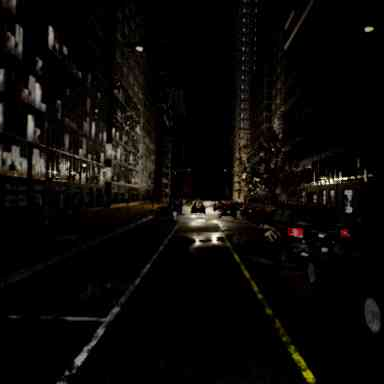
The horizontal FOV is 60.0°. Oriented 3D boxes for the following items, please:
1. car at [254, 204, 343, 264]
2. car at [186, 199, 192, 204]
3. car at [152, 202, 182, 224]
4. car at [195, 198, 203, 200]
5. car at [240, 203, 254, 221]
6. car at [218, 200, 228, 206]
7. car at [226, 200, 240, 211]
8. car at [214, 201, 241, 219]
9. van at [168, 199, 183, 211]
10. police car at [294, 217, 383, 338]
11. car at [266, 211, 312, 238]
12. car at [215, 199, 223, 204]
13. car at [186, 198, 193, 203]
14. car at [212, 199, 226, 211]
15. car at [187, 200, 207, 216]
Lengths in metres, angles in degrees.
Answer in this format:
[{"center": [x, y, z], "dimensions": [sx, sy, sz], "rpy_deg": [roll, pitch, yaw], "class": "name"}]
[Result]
[{"center": [4.095, 1.480, 12.960], "dimensions": [2.150, 2.045, 5.566], "rpy_deg": [1, -1, 1], "class": "car"}, {"center": [-0.820, 2.459, 89.808], "dimensions": [1.887, 1.381, 4.507], "rpy_deg": [2, -1, 1], "class": "car"}, {"center": [-2.192, 1.810, 27.207], "dimensions": [2.008, 1.369, 4.403], "rpy_deg": [1, -1, 1], "class": "car"}, {"center": [1.814, 2.307, 87.009], "dimensions": [2.097, 1.767, 4.553], "rpy_deg": [1, 0, 1], "class": "car"}, {"center": [6.309, 2.086, 32.708], "dimensions": [2.008, 1.369, 4.403], "rpy_deg": [1, -1, 1], "class": "car"}, {"center": [7.306, 2.559, 78.235], "dimensions": [1.887, 1.381, 4.507], "rpy_deg": [2, -1, 1], "class": "car"}, {"center": [6.810, 2.221, 55.472], "dimensions": [1.967, 1.590, 4.097], "rpy_deg": [2, -1, 1], "class": "car"}, {"center": [3.695, 2.043, 35.220], "dimensions": [2.033, 1.411, 5.357], "rpy_deg": [1, -1, 2], "class": "car"}, {"center": [-1.937, 1.729, 38.591], "dimensions": [1.690, 1.788, 3.998], "rpy_deg": [1, -1, 1], "class": "van"}, {"center": [3.961, 1.609, 7.039], "dimensions": [1.930, 1.638, 5.238], "rpy_deg": [1, -1, 1], "class": "police car"}, {"center": [6.059, 1.984, 21.327], "dimensions": [1.802, 1.307, 4.206], "rpy_deg": [1, -1, 1], "class": "car"}, {"center": [7.680, 2.744, 95.307], "dimensions": [1.947, 1.339, 4.313], "rpy_deg": [2, -1, 1], "class": "car"}, {"center": [-0.696, 2.550, 95.500], "dimensions": [1.802, 1.307, 4.206], "rpy_deg": [2, -1, 1], "class": "car"}, {"center": [3.946, 2.178, 47.698], "dimensions": [2.033, 1.411, 5.357], "rpy_deg": [1, -1, 1], "class": "car"}, {"center": [0.775, 2.018, 39.904], "dimensions": [2.033, 1.411, 5.357], "rpy_deg": [1, -1, 1], "class": "car"}]
